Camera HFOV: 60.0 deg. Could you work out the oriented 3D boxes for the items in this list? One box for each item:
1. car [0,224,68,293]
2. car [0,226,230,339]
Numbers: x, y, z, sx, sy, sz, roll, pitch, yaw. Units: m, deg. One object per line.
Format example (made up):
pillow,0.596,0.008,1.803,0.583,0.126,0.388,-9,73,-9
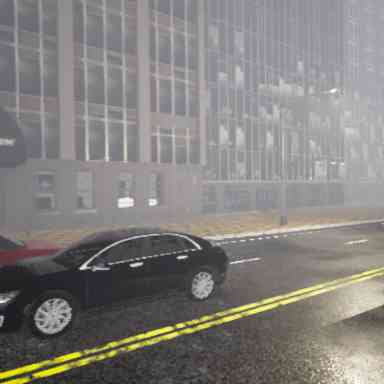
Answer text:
car,-5.562,1.602,7.703,4.718,1.301,1.895,0,0,-35
car,-1.438,1.500,6.652,4.892,1.490,1.837,0,0,-35
